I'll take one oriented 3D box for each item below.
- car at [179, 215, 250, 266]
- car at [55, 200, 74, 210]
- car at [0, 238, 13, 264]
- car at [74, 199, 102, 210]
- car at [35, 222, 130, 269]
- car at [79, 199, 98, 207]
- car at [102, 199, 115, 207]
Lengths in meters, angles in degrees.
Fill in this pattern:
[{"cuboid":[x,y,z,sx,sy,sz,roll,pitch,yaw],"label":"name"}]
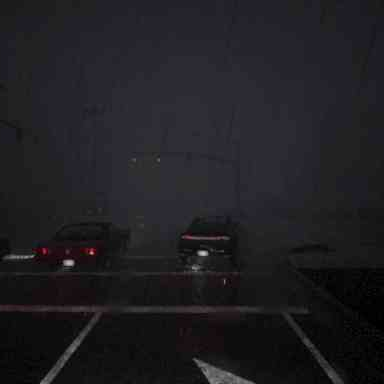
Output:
[{"cuboid":[0.948,1.577,11.974,2.128,1.511,4.902,0,-1,15],"label":"car"},{"cuboid":[-18.536,1.876,49.160,1.812,1.442,4.674,0,0,1],"label":"car"},{"cuboid":[-6.903,1.610,8.612,2.033,1.411,5.357,0,0,0],"label":"car"},{"cuboid":[-15.050,1.851,48.572,1.837,1.490,4.892,0,0,0],"label":"car"},{"cuboid":[-3.399,1.683,11.428,1.895,1.301,4.718,0,0,0],"label":"car"},{"cuboid":[-18.477,2.024,59.454,1.895,1.301,4.718,0,0,0],"label":"car"},{"cuboid":[-14.978,1.910,58.872,2.128,1.511,4.902,0,0,0],"label":"car"}]
